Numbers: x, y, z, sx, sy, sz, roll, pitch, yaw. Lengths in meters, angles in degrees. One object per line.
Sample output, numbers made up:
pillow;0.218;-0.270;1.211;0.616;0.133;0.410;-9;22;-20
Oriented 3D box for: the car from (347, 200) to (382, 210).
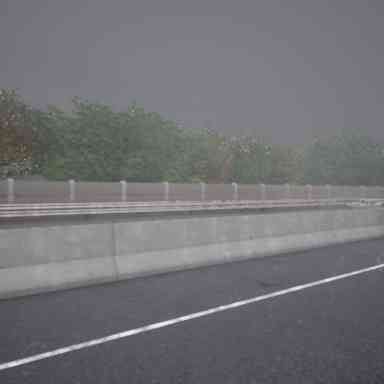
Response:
car;20.674;1.603;39.835;4.718;1.301;1.895;0;0;-34
